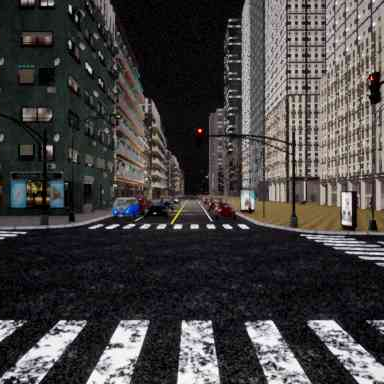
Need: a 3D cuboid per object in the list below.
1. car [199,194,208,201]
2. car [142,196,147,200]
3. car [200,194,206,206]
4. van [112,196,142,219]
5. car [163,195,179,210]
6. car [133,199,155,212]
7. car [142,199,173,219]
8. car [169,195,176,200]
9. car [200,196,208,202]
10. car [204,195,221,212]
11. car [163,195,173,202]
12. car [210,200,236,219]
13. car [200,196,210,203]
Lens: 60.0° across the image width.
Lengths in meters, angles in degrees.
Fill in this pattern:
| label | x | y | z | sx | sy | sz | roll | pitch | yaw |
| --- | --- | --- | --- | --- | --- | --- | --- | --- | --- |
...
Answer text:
| label | x | y | z | sx | sy | sz | roll | pitch | yaw |
| --- | --- | --- | --- | --- | --- | --- | --- | --- | --- |
| car | 2.838 | 1.373 | 83.695 | 2.192 | 1.841 | 5.009 | 0 | 0 | 0 |
| car | -5.626 | 1.327 | 33.962 | 2.192 | 1.841 | 5.009 | 0 | 0 | 0 |
| car | 2.791 | 1.468 | 56.057 | 1.967 | 1.590 | 4.097 | 0 | 0 | 0 |
| van | -5.635 | 1.351 | 28.434 | 1.690 | 1.788 | 3.998 | 0 | 0 | 0 |
| car | -3.034 | 1.507 | 39.478 | 2.128 | 1.511 | 4.902 | 0 | 0 | 0 |
| car | -5.618 | 1.560 | 39.490 | 1.887 | 1.381 | 4.507 | 0 | 0 | 0 |
| car | -3.051 | 1.574 | 29.455 | 1.994 | 1.385 | 4.181 | 0 | 0 | 0 |
| car | -5.526 | 1.639 | 94.765 | 1.947 | 1.339 | 4.313 | 0 | 0 | 0 |
| car | 2.827 | 1.634 | 78.167 | 1.802 | 1.307 | 4.206 | 0 | 0 | 0 |
| car | 2.764 | 1.456 | 39.475 | 1.967 | 1.590 | 4.097 | 0 | 0 | 0 |
| car | -5.553 | 1.492 | 78.182 | 1.967 | 1.590 | 4.097 | 0 | 0 | 0 |
| car | 2.744 | 1.592 | 28.419 | 1.802 | 1.307 | 4.206 | 0 | 0 | 0 |
| car | 2.818 | 1.590 | 72.640 | 1.887 | 1.381 | 4.507 | 0 | 0 | 0 |
